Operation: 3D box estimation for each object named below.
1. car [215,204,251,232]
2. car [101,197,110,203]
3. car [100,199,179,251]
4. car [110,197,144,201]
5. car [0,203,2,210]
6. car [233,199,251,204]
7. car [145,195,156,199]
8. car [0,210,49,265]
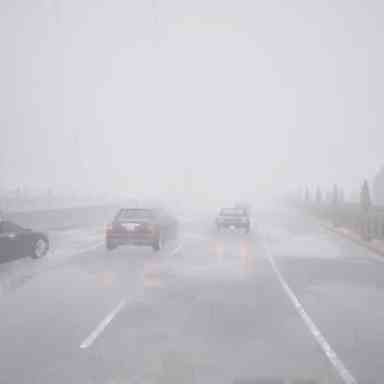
[{"bbox_3d":[2.563,1.614,20.238,1.895,1.301,4.718,0,0,10],"label":"car"},{"bbox_3d":[-13.009,1.508,53.512,1.812,1.442,4.674,0,0,10],"label":"car"},{"bbox_3d":[-1.938,1.351,14.284,2.097,1.767,4.553,0,0,9],"label":"car"},{"bbox_3d":[-8.046,1.469,41.598,1.882,1.535,5.008,0,0,11],"label":"car"},{"bbox_3d":[-15.128,1.188,21.846,2.150,2.045,5.566,0,0,10],"label":"car"},{"bbox_3d":[5.643,1.552,37.734,1.812,1.442,4.674,0,0,10],"label":"car"},{"bbox_3d":[-7.814,1.253,62.726,1.812,1.442,4.674,0,-1,10],"label":"car"},{"bbox_3d":[-6.111,1.492,9.734,1.837,1.490,4.892,0,0,7],"label":"car"}]
